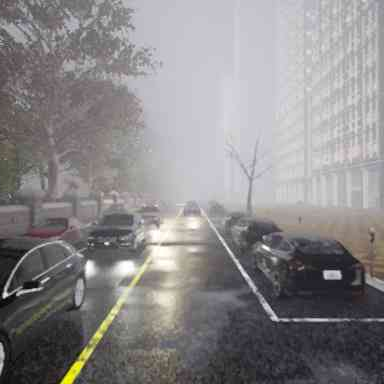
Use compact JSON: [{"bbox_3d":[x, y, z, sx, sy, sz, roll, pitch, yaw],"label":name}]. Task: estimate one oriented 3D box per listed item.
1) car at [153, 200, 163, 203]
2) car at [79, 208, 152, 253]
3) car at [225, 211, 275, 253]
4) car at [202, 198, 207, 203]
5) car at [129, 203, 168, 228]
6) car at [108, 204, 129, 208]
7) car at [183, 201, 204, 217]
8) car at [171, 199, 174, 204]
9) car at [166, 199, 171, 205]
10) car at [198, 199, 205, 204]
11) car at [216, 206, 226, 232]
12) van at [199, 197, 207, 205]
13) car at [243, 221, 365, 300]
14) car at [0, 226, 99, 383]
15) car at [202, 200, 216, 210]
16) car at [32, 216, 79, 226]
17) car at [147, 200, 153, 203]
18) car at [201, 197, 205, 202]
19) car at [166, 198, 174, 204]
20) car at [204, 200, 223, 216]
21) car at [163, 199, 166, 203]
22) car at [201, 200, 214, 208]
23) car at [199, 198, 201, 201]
[{"bbox_3d":[-5.687,1.913,47.881,1.967,1.590,4.097,0,-1,0],"label":"car"},{"bbox_3d":[-3.097,1.644,14.510,1.837,1.490,4.892,0,-1,0],"label":"car"},{"bbox_3d":[2.692,1.701,14.088,1.947,1.339,4.313,0,-1,0],"label":"car"},{"bbox_3d":[2.693,1.855,42.250,1.967,1.590,4.097,0,-1,0],"label":"car"},{"bbox_3d":[-3.083,1.759,24.241,1.812,1.442,4.674,0,-1,0],"label":"car"},{"bbox_3d":[-5.688,1.685,25.354,1.967,1.590,4.097,0,-1,0],"label":"car"},{"bbox_3d":[0.000,1.950,35.770,1.895,1.301,4.718,0,-1,0],"label":"car"},{"bbox_3d":[-5.688,2.317,76.040,1.887,1.381,4.507,0,-1,0],"label":"car"},{"bbox_3d":[-5.688,2.195,64.776,1.887,1.381,4.507,0,-1,0],"label":"car"},{"bbox_3d":[2.693,2.545,92.935,1.802,1.307,4.206,0,-1,0],"label":"car"},{"bbox_3d":[2.692,1.755,19.720,1.947,1.339,4.313,0,-1,0],"label":"car"},{"bbox_3d":[2.693,2.176,81.675,1.690,1.788,3.998,0,-1,0],"label":"van"},{"bbox_3d":[2.691,1.647,8.455,1.947,1.339,4.313,0,-1,0],"label":"car"},{"bbox_3d":[-3.098,1.555,5.137,1.837,1.490,4.892,0,-1,0],"label":"car"},{"bbox_3d":[2.692,2.083,53.512,2.008,1.369,4.403,0,-1,0],"label":"car"},{"bbox_3d":[-5.689,1.717,14.088,1.802,1.307,4.206,0,-1,0],"label":"car"},{"bbox_3d":[-5.688,1.881,36.448,1.752,1.417,4.829,0,-1,0],"label":"car"},{"bbox_3d":[2.693,1.913,47.881,1.967,1.590,4.097,0,-1,0],"label":"car"},{"bbox_3d":[-5.688,2.422,87.135,1.752,1.417,4.829,0,-1,0],"label":"car"},{"bbox_3d":[2.693,1.902,36.617,1.887,1.381,4.507,0,-1,0],"label":"car"},{"bbox_3d":[-5.688,2.076,53.512,1.887,1.381,4.507,0,-1,0],"label":"car"},{"bbox_3d":[2.692,2.142,59.144,2.008,1.369,4.403,0,-1,0],"label":"car"},{"bbox_3d":[0.011,1.969,46.804,1.837,1.490,4.892,0,0,0],"label":"car"}]
